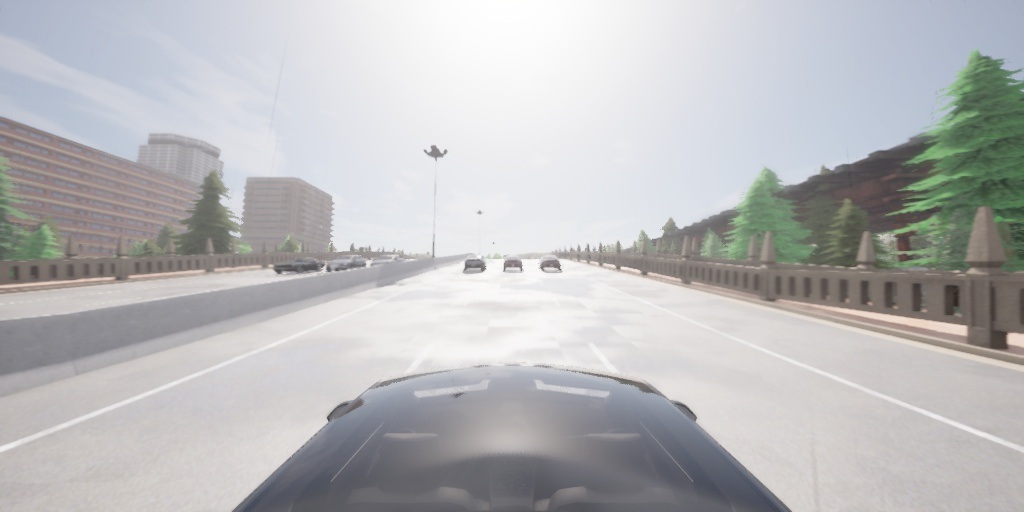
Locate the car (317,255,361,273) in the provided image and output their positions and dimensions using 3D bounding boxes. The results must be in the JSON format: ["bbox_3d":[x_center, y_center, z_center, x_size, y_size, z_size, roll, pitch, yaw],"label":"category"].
[{"bbox_3d":[-14.103,0.652,30.792,2.128,1.511,4.902,0,1,0],"label":"car"}]

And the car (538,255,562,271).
[{"bbox_3d":[3.584,0.601,34.509,1.812,1.442,4.674,0,1,0],"label":"car"}]

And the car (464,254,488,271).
[{"bbox_3d":[-3.417,0.577,34.018,2.128,1.511,4.902,0,1,0],"label":"car"}]

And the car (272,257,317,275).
[{"bbox_3d":[-17.607,0.784,29.843,1.895,1.301,4.718,0,1,0],"label":"car"}]

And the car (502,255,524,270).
[{"bbox_3d":[0.084,0.597,34.612,1.812,1.442,4.674,0,1,0],"label":"car"}]

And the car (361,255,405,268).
[{"bbox_3d":[-10.604,0.654,30.721,2.128,1.511,4.902,0,1,0],"label":"car"}]
